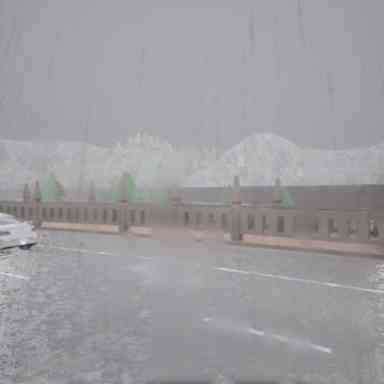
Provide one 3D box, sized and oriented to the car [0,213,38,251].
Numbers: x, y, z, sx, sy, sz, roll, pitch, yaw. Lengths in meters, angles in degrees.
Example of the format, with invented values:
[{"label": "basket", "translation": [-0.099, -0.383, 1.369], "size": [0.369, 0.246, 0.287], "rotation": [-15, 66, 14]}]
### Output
[{"label": "car", "translation": [-7.833, 1.501, 12.496], "size": [4.674, 1.442, 1.812], "rotation": [0, 0, 28]}]
